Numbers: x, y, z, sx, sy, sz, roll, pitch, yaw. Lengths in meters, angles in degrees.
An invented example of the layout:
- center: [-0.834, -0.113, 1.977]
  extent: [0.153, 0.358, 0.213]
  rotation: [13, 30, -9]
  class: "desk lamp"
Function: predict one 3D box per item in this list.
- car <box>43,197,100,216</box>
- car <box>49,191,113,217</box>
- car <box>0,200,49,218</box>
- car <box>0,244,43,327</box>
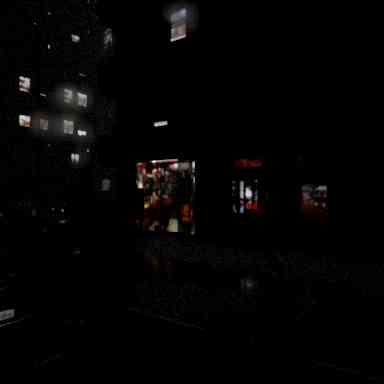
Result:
- center: [-10.917, 1.240, 30.527]
  extent: [1.752, 1.417, 4.829]
  rotation: [1, 1, 35]
  class: "car"
- center: [-9.319, 0.949, 28.315]
  extent: [2.150, 2.045, 5.566]
  rotation: [0, 1, 35]
  class: "car"
- center: [-14.013, 1.340, 26.106]
  extent: [2.008, 1.369, 4.403]
  rotation: [1, 1, 35]
  class: "car"
- center: [-4.480, 1.549, 6.082]
  extent: [4.403, 1.369, 2.008]
  rotation: [0, 0, 36]
  class: "car"
